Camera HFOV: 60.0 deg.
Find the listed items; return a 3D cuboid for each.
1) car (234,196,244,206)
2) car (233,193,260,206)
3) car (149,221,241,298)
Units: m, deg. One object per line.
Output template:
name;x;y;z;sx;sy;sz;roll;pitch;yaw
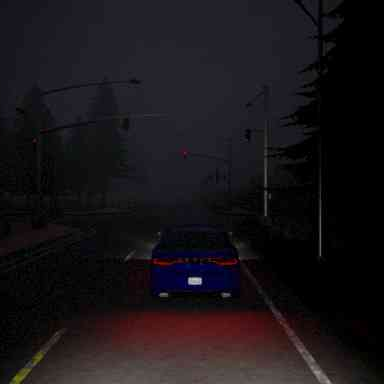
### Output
car;8.954;1.144;49.511;4.605;1.855;1.932;0;0;0
car;8.545;1.146;52.022;3.866;1.878;1.905;0;0;0
car;0.079;1.478;8.558;1.882;1.535;5.008;0;0;1
